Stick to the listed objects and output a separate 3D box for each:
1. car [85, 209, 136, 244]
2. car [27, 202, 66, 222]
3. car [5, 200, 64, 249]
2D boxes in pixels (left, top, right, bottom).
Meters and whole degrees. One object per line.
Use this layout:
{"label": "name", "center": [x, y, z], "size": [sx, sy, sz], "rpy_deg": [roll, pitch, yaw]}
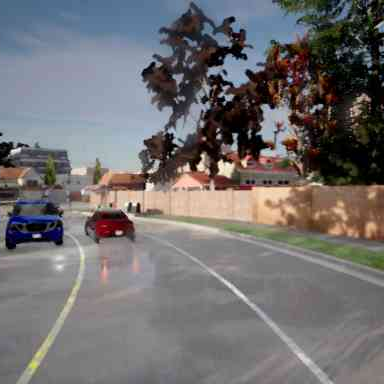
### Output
{"label": "car", "center": [-4.079, 1.579, 16.343], "size": [1.812, 1.442, 4.674], "rpy_deg": [-1, 0, -25]}
{"label": "car", "center": [-12.757, 1.664, 29.046], "size": [1.837, 1.490, 4.892], "rpy_deg": [-1, 0, -39]}
{"label": "car", "center": [-7.399, 1.410, 15.699], "size": [2.150, 2.045, 5.566], "rpy_deg": [-1, 0, -27]}
